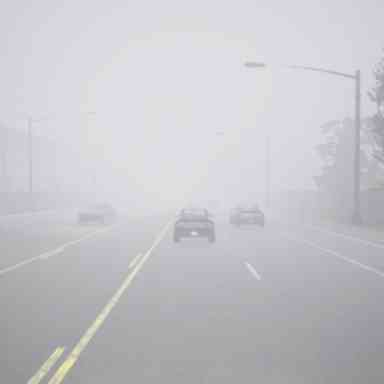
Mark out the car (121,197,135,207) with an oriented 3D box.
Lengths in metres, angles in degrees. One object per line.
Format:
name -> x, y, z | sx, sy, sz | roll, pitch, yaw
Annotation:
car -> -10.532, 1.658, 54.676 | 2.128, 1.511, 4.902 | 0, 0, 1

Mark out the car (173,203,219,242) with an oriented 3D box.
car -> 0.102, 1.542, 16.525 | 2.128, 1.511, 4.902 | 0, 0, 0

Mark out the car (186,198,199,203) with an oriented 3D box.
car -> 0.103, 1.678, 51.003 | 1.812, 1.442, 4.674 | 0, 0, 0

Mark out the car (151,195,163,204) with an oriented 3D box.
car -> -6.996, 1.338, 66.227 | 2.097, 1.767, 4.553 | 0, 0, 0

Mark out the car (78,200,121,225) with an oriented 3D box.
car -> -7.075, 1.553, 25.242 | 1.882, 1.535, 5.008 | 0, 0, 0

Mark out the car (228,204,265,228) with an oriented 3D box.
car -> 3.602, 1.558, 22.411 | 2.128, 1.511, 4.902 | 0, 0, 0

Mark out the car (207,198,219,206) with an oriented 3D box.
car -> 3.605, 1.714, 56.039 | 2.033, 1.411, 5.357 | 0, 0, 0
